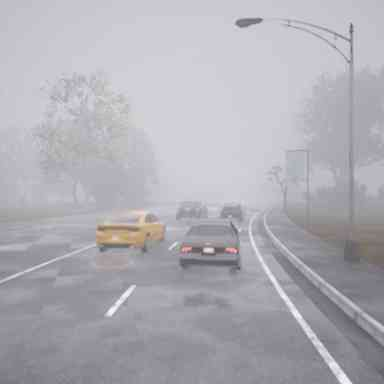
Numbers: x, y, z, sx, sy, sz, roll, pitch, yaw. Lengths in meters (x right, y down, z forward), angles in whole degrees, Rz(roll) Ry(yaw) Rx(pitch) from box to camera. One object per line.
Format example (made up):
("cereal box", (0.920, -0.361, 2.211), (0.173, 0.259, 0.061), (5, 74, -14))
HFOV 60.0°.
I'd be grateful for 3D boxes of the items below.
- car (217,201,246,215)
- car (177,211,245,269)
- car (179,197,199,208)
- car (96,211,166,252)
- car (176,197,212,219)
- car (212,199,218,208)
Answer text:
("car", (3.643, 1.698, 29.400), (1.837, 1.490, 4.892), (0, 0, 13))
("car", (0.716, 1.622, 11.426), (2.033, 1.411, 5.357), (0, 0, 6))
("car", (-0.435, 1.665, 55.127), (2.097, 1.767, 4.553), (0, 0, 17))
("car", (-2.436, 1.568, 14.398), (1.882, 1.535, 5.008), (0, -1, 7))
("car", (0.109, 1.538, 29.606), (2.097, 1.767, 4.553), (0, 0, 13))
("car", (3.384, 1.843, 55.630), (1.812, 1.442, 4.674), (0, 0, 18))
